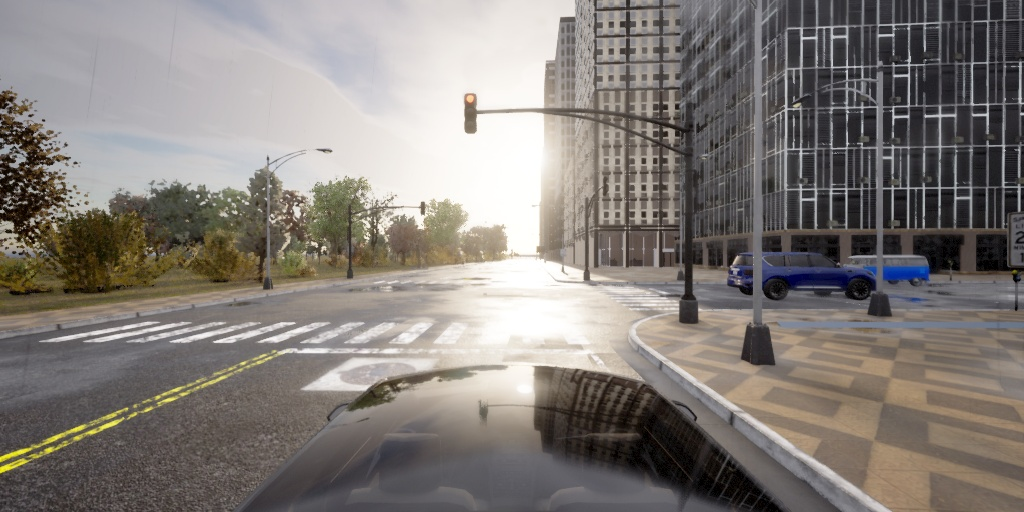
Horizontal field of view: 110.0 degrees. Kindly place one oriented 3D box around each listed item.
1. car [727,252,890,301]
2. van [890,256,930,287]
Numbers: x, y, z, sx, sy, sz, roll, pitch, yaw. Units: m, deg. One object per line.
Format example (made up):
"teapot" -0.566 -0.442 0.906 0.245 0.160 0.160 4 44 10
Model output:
"car" 12.731 0.833 15.983 5.566 2.045 2.150 0 0 4
"van" 21.988 0.856 21.226 3.998 1.789 1.690 0 0 4
